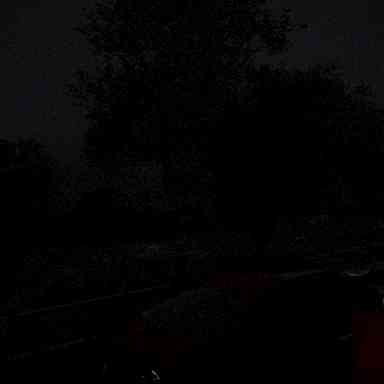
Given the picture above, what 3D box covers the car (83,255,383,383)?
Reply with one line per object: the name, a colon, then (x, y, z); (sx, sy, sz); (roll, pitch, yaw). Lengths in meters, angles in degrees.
car: (1.146, 1.522, 3.952); (4.674, 1.442, 1.812); (0, 0, -36)
